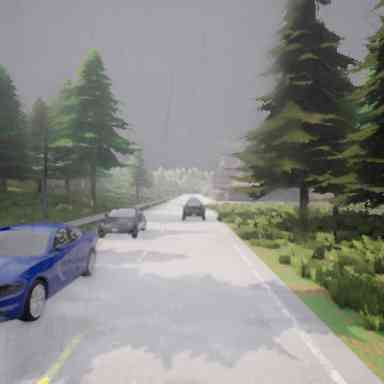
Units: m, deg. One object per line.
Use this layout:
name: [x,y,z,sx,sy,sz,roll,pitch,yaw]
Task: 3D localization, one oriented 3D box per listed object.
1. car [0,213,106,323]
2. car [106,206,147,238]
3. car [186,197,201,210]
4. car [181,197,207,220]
car: [-3.580,1.455,7.383,1.882,1.535,5.008,0,0,0]
car: [-3.528,1.492,17.633,1.812,1.442,4.674,0,0,0]
car: [0.206,1.456,42.567,1.837,1.490,4.892,0,0,1]
car: [0.153,1.473,27.630,1.837,1.490,4.892,0,0,0]
